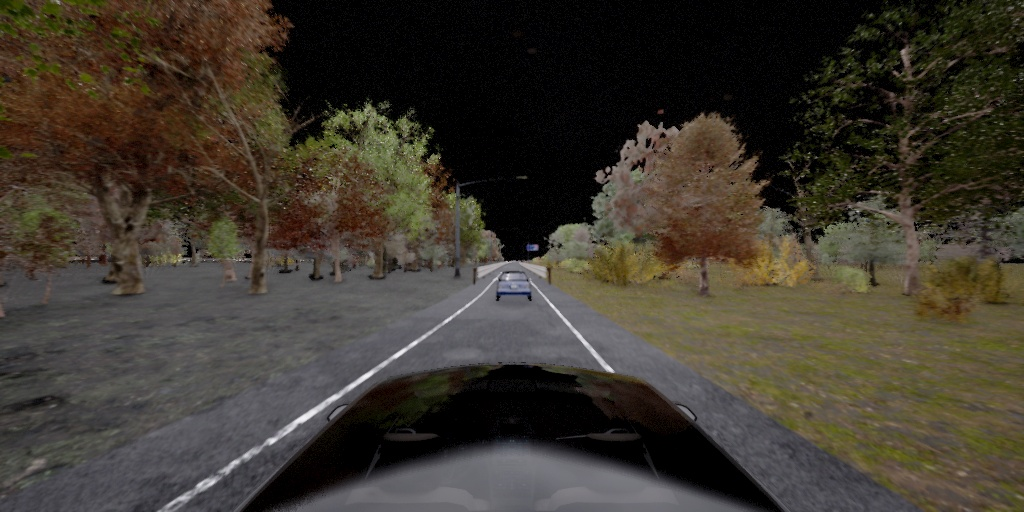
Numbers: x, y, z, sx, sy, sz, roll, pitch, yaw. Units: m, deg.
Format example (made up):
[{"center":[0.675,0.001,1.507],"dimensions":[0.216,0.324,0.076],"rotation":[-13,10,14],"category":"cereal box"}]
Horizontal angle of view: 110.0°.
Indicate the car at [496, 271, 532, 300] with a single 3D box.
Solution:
[{"center":[0.094,1.505,19.185],"dimensions":[2.033,1.411,5.357],"rotation":[0,-1,0],"category":"car"}]
